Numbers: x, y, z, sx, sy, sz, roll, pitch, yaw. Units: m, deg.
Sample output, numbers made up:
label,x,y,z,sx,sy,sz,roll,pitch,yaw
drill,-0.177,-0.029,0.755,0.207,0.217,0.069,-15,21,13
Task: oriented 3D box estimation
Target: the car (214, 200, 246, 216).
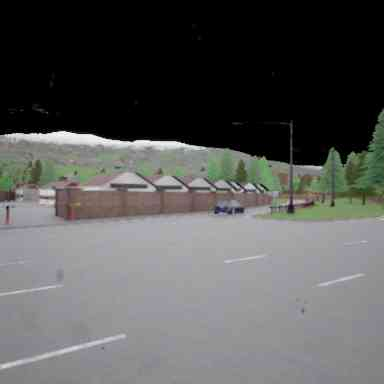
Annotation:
label,x,y,z,sx,sy,sz,roll,pitch,yaw
car,4.296,1.625,36.780,2.097,1.767,4.553,0,-1,32
